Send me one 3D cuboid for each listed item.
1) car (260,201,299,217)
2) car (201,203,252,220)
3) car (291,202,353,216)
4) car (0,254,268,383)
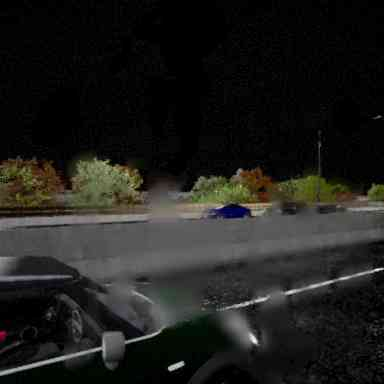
[{"bbox_3d":[7.529,1.540,26.430,4.553,1.767,2.097,1,0,-35],"label":"car"},{"bbox_3d":[2.926,1.684,27.485,4.674,1.442,1.812,1,0,-35],"label":"car"},{"bbox_3d":[9.552,1.693,23.575,4.892,1.490,1.837,1,0,-35],"label":"car"},{"bbox_3d":[-1.462,1.355,2.826,4.553,1.767,2.097,1,0,-36],"label":"car"}]
